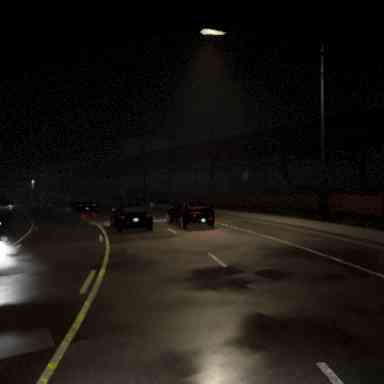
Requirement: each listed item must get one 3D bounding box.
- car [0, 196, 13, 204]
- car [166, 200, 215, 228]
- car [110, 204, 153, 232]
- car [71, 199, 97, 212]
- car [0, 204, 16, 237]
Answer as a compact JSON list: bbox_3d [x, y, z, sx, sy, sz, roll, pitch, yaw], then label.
[{"bbox_3d":[-30.546,1.397,54.433,1.837,1.490,4.892,-2,1,-29],"label":"car"},{"bbox_3d":[-0.180,1.246,20.000,1.837,1.490,4.892,-1,1,-19],"label":"car"},{"bbox_3d":[-3.523,1.382,18.946,1.994,1.385,4.181,-1,1,-19],"label":"car"},{"bbox_3d":[-11.541,1.360,35.184,1.895,1.301,4.718,-2,1,-29],"label":"car"},{"bbox_3d":[-10.584,1.574,17.561,1.895,1.301,4.718,-1,1,-22],"label":"car"}]
